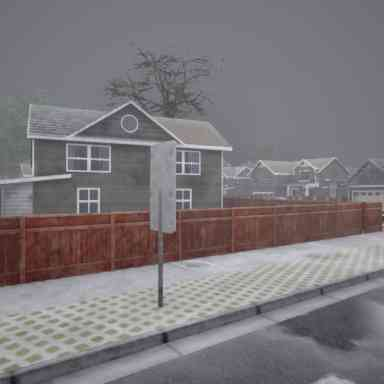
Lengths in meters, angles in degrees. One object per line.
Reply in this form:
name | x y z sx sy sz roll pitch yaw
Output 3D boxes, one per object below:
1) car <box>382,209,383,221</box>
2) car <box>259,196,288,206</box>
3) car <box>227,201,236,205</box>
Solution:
car | 13.253 1.497 26.260 1.994 1.385 4.181 0 0 -23
car | 9.171 1.238 35.543 2.097 1.767 4.553 0 0 -27
car | 4.522 1.364 45.324 1.812 1.442 4.674 0 0 -26
